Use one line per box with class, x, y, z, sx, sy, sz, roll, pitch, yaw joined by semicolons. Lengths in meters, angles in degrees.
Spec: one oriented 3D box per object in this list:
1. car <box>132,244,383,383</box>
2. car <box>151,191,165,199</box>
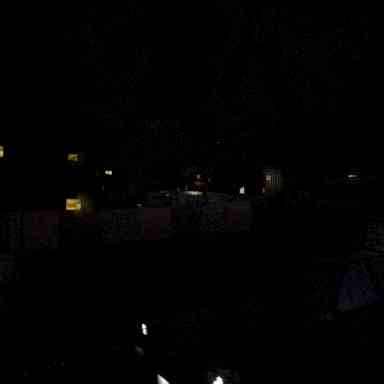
car;1.900;1.550;4.887;5.357;1.411;2.033;0;0;-35
car;-6.438;0.639;61.664;1.812;1.442;4.674;1;1;-21
